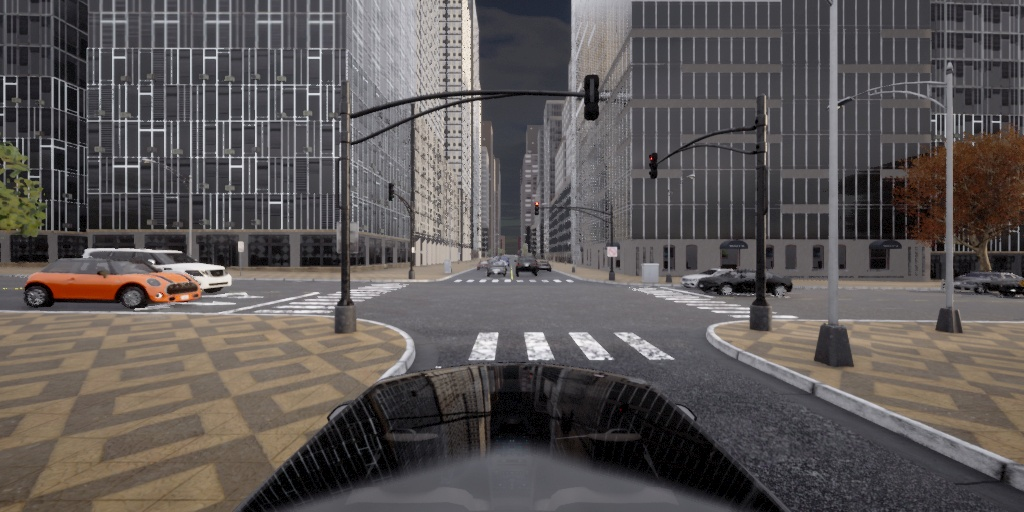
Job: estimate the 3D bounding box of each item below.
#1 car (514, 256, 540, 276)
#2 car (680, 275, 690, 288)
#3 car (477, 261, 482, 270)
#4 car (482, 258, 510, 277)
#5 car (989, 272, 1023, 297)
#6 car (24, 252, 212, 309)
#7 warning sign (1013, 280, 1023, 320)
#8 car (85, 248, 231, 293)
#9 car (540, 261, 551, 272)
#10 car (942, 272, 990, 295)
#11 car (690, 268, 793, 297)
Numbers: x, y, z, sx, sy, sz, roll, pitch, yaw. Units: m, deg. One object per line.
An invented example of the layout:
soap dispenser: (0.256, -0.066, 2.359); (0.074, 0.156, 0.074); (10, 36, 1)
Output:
car: (1.445, 0.988, 38.243); (2.150, 2.045, 5.566); (0, 0, 0)
car: (13.835, 1.548, 24.112); (4.674, 1.442, 1.812); (1, 0, -2)
car: (-3.993, 1.343, 50.853); (1.802, 1.307, 4.207); (0, 0, 0)
car: (-1.471, 1.259, 35.777); (2.128, 1.511, 4.902); (0, 0, 0)
car: (32.612, 1.865, 21.698); (4.892, 1.490, 1.837); (1, 0, -3)
car: (-14.061, 0.871, 12.862); (4.553, 1.767, 2.097); (1, 0, -3)
warning sign: (17.281, 1.204, 11.543); (1.060, 1.860, 1.300); (0, 0, -3)
car: (-15.925, 0.703, 16.031); (5.566, 2.045, 2.150); (1, 0, -3)
car: (3.957, 1.329, 45.354); (1.948, 1.339, 4.313); (0, 0, 0)
car: (32.969, 1.857, 24.968); (4.902, 1.511, 2.128); (1, 0, -3)
car: (13.455, 1.495, 20.827); (5.008, 1.535, 1.882); (1, 0, -3)
